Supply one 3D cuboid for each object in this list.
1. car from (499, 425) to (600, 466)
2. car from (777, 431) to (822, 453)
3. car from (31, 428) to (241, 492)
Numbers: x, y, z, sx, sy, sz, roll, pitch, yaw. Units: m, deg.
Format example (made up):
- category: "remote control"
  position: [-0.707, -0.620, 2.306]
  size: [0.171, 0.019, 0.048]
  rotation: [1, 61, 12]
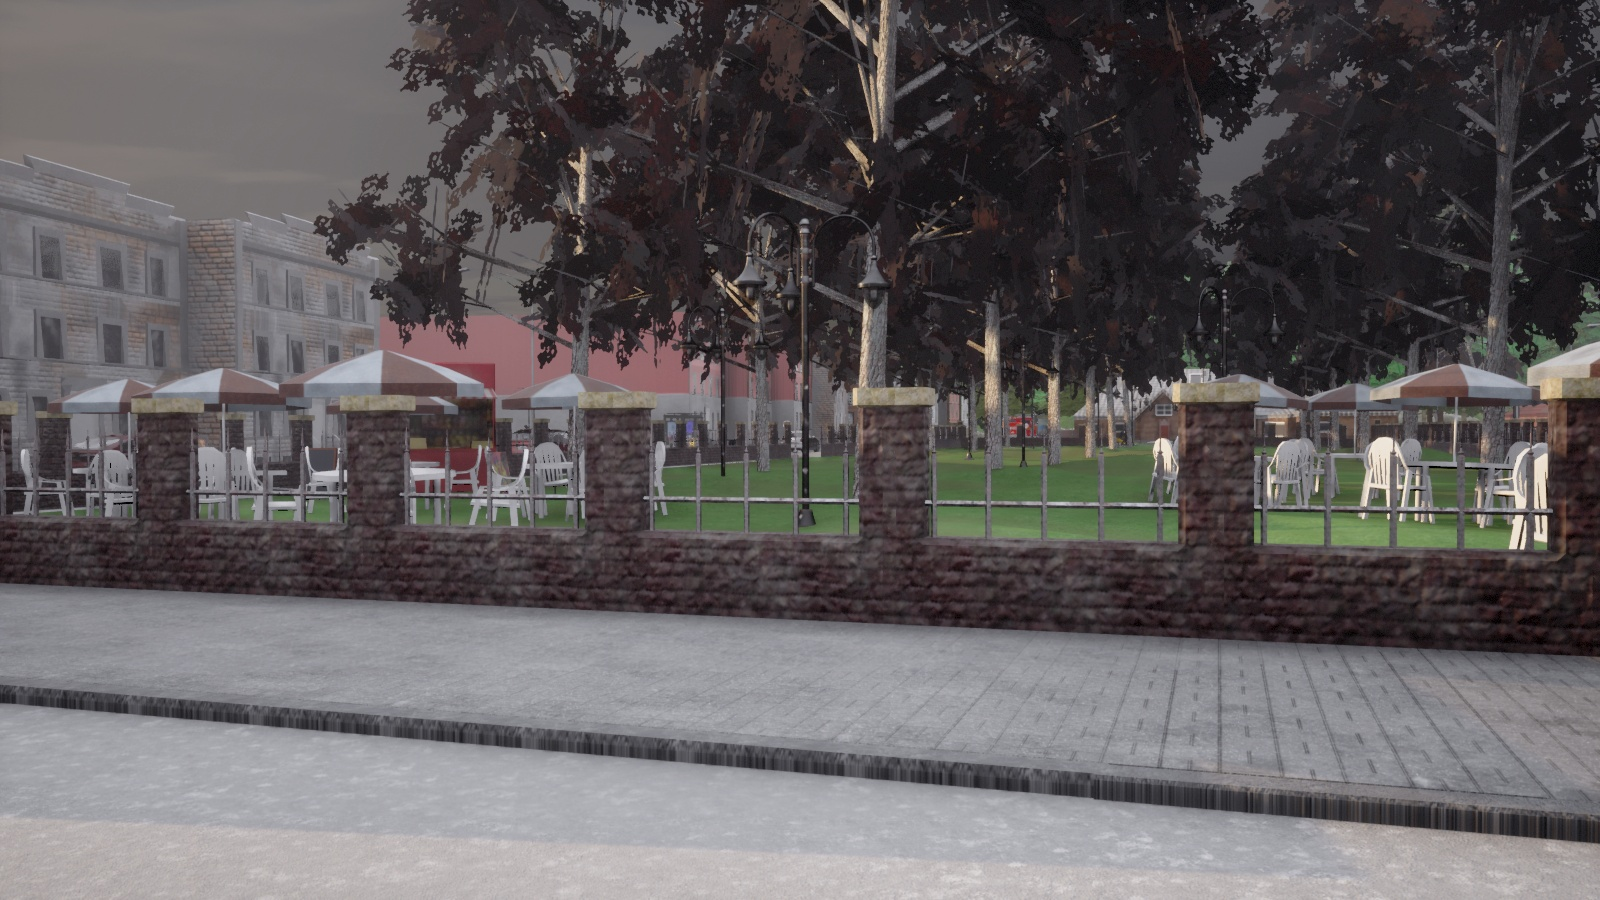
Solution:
- category: "car"
  position: [-10.664, -0.232, 53.865]
  size: [2.242, 1.667, 4.611]
  rotation: [1, 1, 18]
- category: "car"
  position: [-0.002, -0.583, 85.850]
  size: [1.970, 1.475, 3.806]
  rotation: [1, 1, 19]
- category: "car"
  position: [-17.477, 0.204, 33.364]
  size: [1.882, 1.535, 5.008]
  rotation: [1, 1, 18]
